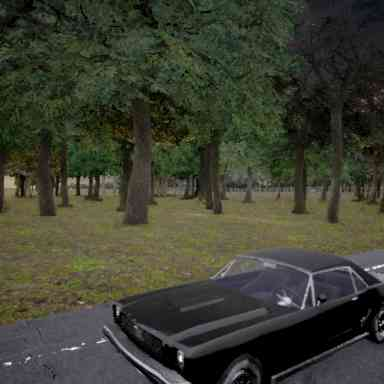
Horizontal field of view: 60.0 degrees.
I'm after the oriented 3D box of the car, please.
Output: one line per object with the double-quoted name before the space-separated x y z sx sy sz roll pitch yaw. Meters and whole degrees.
"car" 1.226 1.601 4.859 4.718 1.301 1.895 0 0 -35
